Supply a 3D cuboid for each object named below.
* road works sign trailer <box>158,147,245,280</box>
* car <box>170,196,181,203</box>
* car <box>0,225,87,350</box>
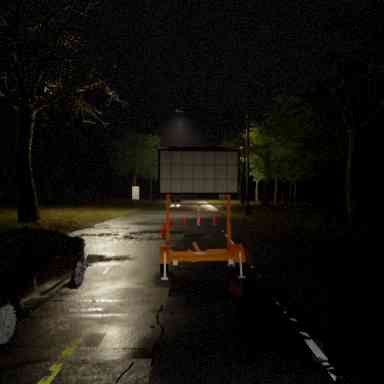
[{"bbox_3d":[0.186,0.464,10.002,2.380,3.560,2.880,0,0,-5],"label":"road works sign trailer"},{"bbox_3d":[-3.327,1.614,67.877,2.128,1.511,4.902,0,0,0],"label":"car"},{"bbox_3d":[-3.583,1.476,6.379,1.882,1.535,5.008,0,0,0],"label":"car"}]
